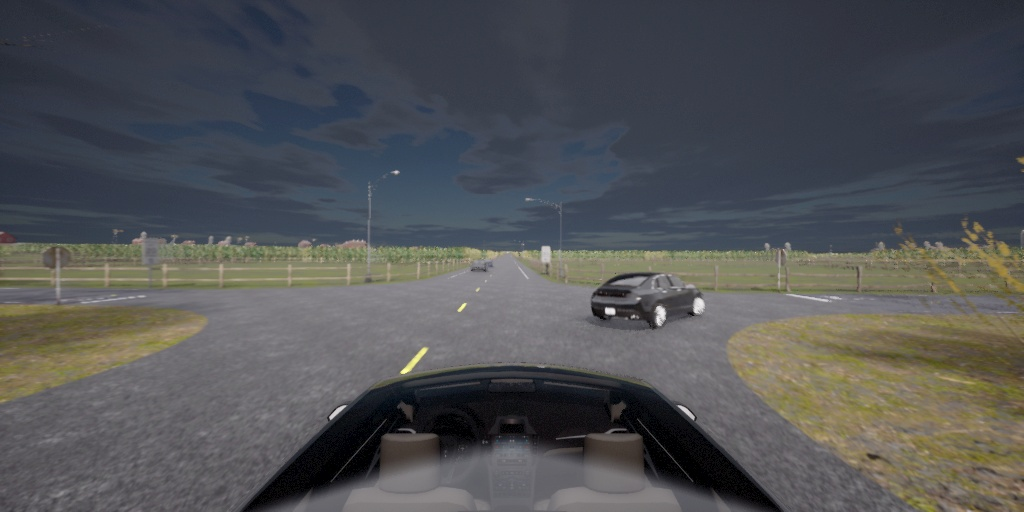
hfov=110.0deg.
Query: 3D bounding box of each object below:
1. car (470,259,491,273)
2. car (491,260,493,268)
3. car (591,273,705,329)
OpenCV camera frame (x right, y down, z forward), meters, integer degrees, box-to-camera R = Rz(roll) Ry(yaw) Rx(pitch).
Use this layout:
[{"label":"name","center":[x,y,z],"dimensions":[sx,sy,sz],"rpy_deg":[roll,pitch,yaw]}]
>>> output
[{"label":"car","center":[-4.020,1.223,44.182],"dimensions":[1.837,1.490,4.892],"rpy_deg":[0,0,0]},{"label":"car","center":[-4.070,1.246,59.446],"dimensions":[2.033,1.411,5.357],"rpy_deg":[0,0,0]},{"label":"car","center":[4.461,1.274,11.481],"dimensions":[4.892,1.490,1.837],"rpy_deg":[0,-2,-43]}]
